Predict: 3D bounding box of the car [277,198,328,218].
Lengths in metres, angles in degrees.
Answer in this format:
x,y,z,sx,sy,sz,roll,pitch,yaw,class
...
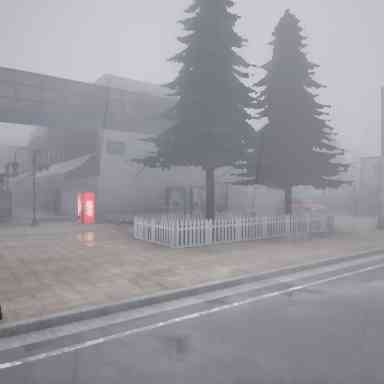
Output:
x,y,z,sx,sy,sz,roll,pitch,yaw,class
9.942,1.338,30.152,2.097,1.767,4.553,0,0,-34,car
